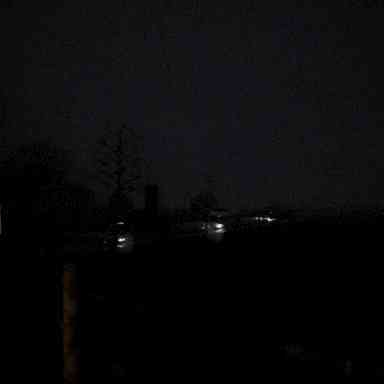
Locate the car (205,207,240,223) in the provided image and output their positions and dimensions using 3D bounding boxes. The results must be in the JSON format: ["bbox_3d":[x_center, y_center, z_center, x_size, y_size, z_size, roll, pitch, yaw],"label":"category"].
[{"bbox_3d":[3.114,2.219,32.695,1.812,1.442,4.674,1,-1,36],"label":"car"}]

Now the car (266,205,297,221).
[{"bbox_3d":[10.480,2.462,37.943,1.994,1.385,4.181,1,-1,36],"label":"car"}]

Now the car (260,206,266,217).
[{"bbox_3d":[10.209,2.454,42.588,1.837,1.490,4.892,1,-1,36],"label":"car"}]

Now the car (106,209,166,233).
[{"bbox_3d":[-3.729,1.948,23.106,1.837,1.490,4.892,1,-1,36],"label":"car"}]
